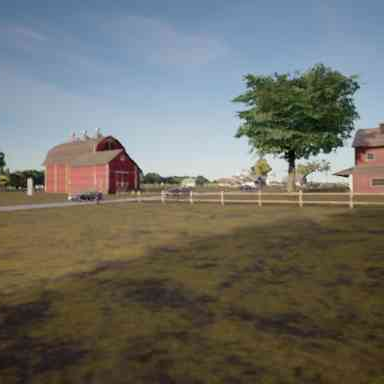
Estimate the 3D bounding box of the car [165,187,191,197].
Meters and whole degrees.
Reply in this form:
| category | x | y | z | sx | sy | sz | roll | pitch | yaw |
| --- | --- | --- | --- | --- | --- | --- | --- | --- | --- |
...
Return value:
| category | x | y | z | sx | sy | sz | roll | pitch | yaw |
| --- | --- | --- | --- | --- | --- | --- | --- | --- | --- |
| car | -2.564 | 0.018 | 55.790 | 2.033 | 1.411 | 5.357 | 0 | 2 | 36 |

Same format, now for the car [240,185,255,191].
| category | x | y | z | sx | sy | sz | roll | pitch | yaw |
| --- | --- | --- | --- | --- | --- | --- | --- | --- | --- |
| car | 13.025 | -0.894 | 77.763 | 1.837 | 1.490 | 4.892 | 0 | 1 | 35 |

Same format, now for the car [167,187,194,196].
| category | x | y | z | sx | sy | sz | roll | pitch | yaw |
| --- | --- | --- | --- | --- | --- | --- | --- | --- | --- |
| car | -2.054 | -0.130 | 61.329 | 2.033 | 1.411 | 5.357 | 0 | 2 | 35 |

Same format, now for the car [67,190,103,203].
| category | x | y | z | sx | sy | sz | roll | pitch | yaw |
| --- | --- | --- | --- | --- | --- | --- | --- | --- | --- |
| car | -14.224 | 0.547 | 44.401 | 2.128 | 1.511 | 4.902 | 0 | 2 | 36 |
